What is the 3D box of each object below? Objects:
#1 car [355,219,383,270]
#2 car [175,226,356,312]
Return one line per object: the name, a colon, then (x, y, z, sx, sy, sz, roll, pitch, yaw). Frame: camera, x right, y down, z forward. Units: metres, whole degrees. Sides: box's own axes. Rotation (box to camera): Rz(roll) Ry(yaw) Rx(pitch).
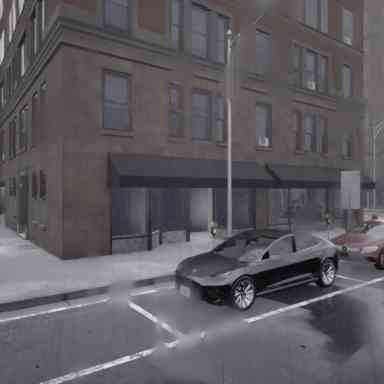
car: (6.139, 1.582, 10.915, 4.206, 1.307, 1.802, 0, 0, -36)
car: (1.661, 1.566, 7.720, 4.313, 1.339, 1.947, 0, 0, -36)
